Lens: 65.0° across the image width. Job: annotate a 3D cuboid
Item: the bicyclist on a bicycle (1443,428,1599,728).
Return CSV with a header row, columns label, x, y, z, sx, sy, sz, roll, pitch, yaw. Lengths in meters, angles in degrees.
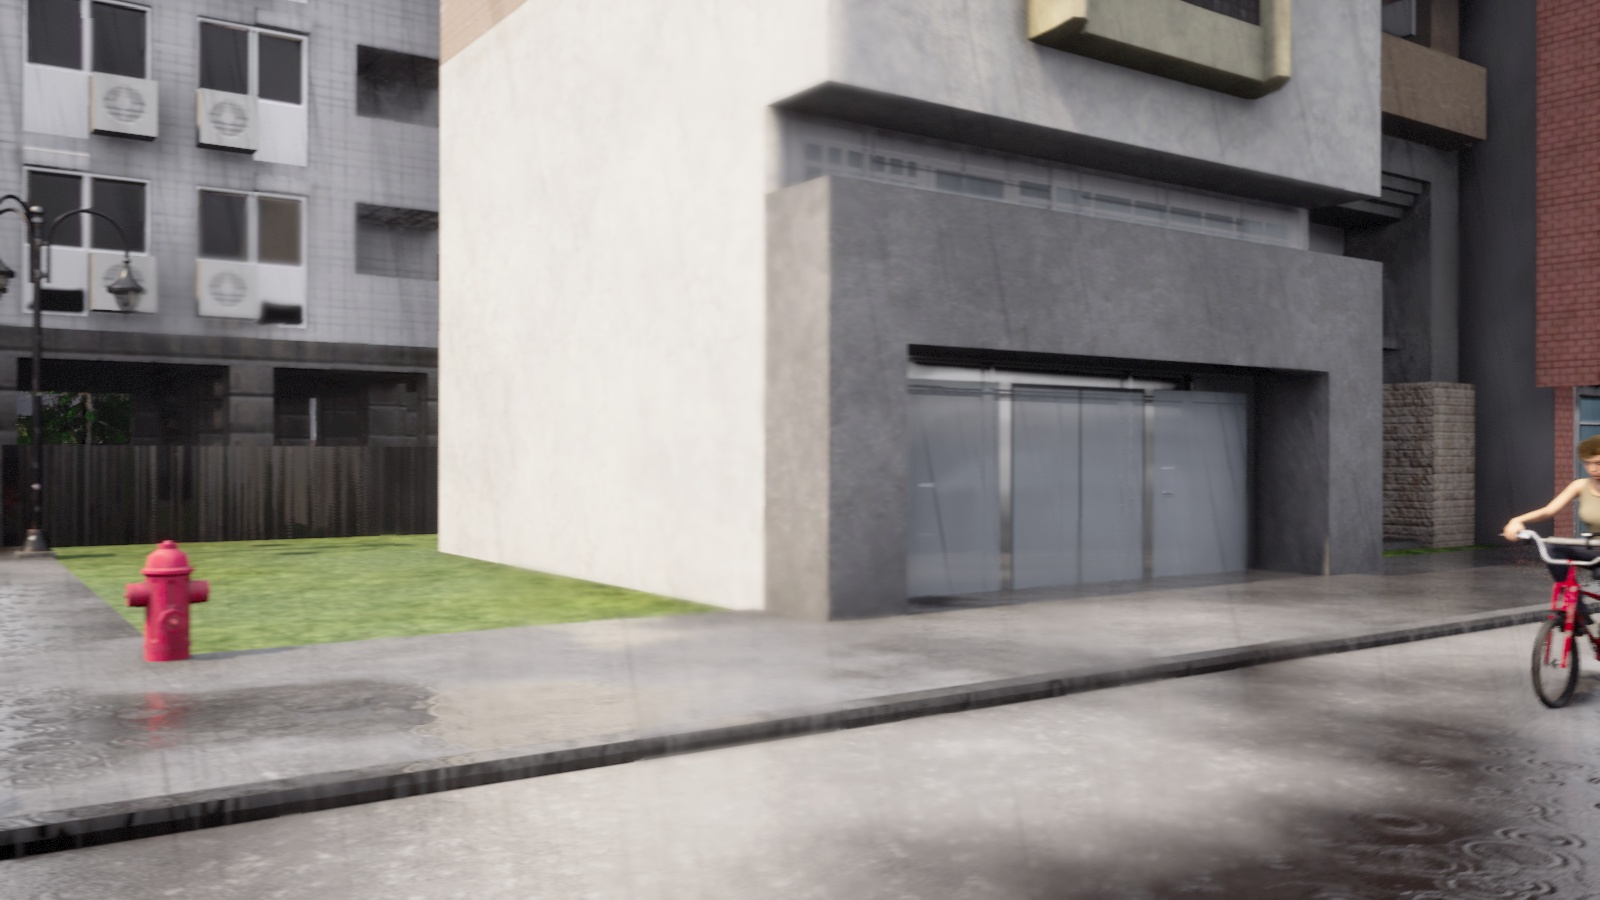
label,x,y,z,sx,sy,sz,roll,pitch,yaw
bicyclist on a bicycle,4.688,0.690,7.532,1.509,1.612,0.866,0,0,-35
